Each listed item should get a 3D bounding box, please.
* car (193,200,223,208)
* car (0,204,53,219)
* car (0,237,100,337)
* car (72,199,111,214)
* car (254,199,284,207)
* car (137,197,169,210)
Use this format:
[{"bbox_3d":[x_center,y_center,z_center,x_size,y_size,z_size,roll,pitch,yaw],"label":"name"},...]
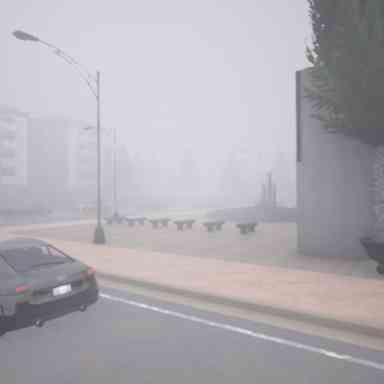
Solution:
[{"bbox_3d":[2.591,1.882,53.197,4.718,1.301,1.895,0,0,-28],"label":"car"},{"bbox_3d":[-16.671,1.929,33.702,1.895,1.301,4.718,-1,0,33],"label":"car"},{"bbox_3d":[-3.839,1.632,6.712,4.181,1.385,1.994,-1,0,34],"label":"car"},{"bbox_3d":[-12.105,1.679,40.202,2.097,1.767,4.553,-1,0,38],"label":"car"},{"bbox_3d":[11.390,1.713,49.413,4.674,1.442,1.812,0,-1,-21],"label":"car"},{"bbox_3d":[-5.510,1.666,47.406,4.553,1.767,2.097,0,0,-40],"label":"car"}]
